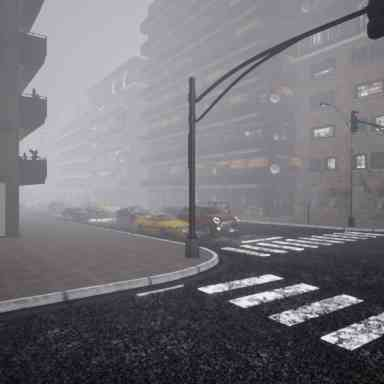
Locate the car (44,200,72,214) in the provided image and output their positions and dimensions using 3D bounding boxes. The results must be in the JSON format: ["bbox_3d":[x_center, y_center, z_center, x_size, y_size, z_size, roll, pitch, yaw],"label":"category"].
[{"bbox_3d":[-20.047,2.285,49.559,2.097,1.767,4.553,0,-1,-36],"label":"car"}]

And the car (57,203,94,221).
[{"bbox_3d":[-11.925,2.163,33.829,1.887,1.381,4.507,-1,0,-36],"label":"car"}]

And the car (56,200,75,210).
[{"bbox_3d":[-25.238,2.524,66.255,2.192,1.841,5.009,-1,0,-36],"label":"car"}]

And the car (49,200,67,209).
[{"bbox_3d":[-28.574,2.623,70.833,2.192,1.841,5.009,-1,0,-36],"label":"car"}]

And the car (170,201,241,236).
[{"bbox_3d":[0.927,1.634,20.606,2.097,1.767,4.553,0,-1,-36],"label":"car"}]

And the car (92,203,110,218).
[{"bbox_3d":[-10.934,2.211,36.903,1.994,1.385,4.181,0,-1,-36],"label":"car"}]

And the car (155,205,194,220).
[{"bbox_3d":[-1.880,2.045,34.219,1.887,1.381,4.507,-1,0,-36],"label":"car"}]

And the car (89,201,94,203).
[{"bbox_3d":[-16.458,2.307,55.013,2.097,1.767,4.553,0,-1,-36],"label":"car"}]

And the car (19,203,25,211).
[{"bbox_3d":[-31.942,2.770,61.290,1.887,1.381,4.507,-1,0,-36],"label":"car"}]

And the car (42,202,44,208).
[{"bbox_3d":[-31.904,2.973,75.409,1.947,1.339,4.313,-1,0,-36],"label":"car"}]

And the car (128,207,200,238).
[{"bbox_3d":[-1.817,1.833,19.961,1.752,1.417,4.829,-1,0,-36],"label":"car"}]

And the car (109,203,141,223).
[{"bbox_3d":[-4.951,1.956,28.681,2.128,1.511,4.902,0,-1,-36],"label":"car"}]

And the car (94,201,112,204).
[{"bbox_3d":[-12.433,2.290,49.555,1.801,1.575,5.366,0,-1,-36],"label":"car"}]

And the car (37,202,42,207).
[{"bbox_3d":[-35.241,3.049,79.986,1.887,1.381,4.507,-1,0,-36],"label":"car"}]

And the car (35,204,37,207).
[{"bbox_3d":[-38.572,3.168,84.565,1.947,1.339,4.313,-1,0,-36],"label":"car"}]

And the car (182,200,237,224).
[{"bbox_3d":[1.450,1.713,29.643,2.192,1.841,5.009,-1,0,-36],"label":"car"}]
